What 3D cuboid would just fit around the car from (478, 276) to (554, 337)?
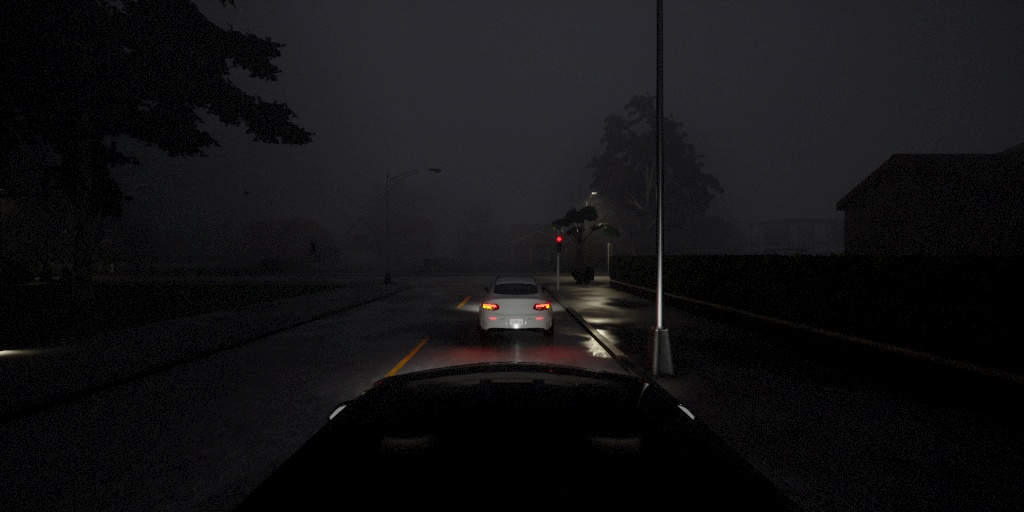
[{"bbox_3d":[0.092,1.275,10.139,1.812,1.442,4.674,0,0,0],"label":"car"}]
